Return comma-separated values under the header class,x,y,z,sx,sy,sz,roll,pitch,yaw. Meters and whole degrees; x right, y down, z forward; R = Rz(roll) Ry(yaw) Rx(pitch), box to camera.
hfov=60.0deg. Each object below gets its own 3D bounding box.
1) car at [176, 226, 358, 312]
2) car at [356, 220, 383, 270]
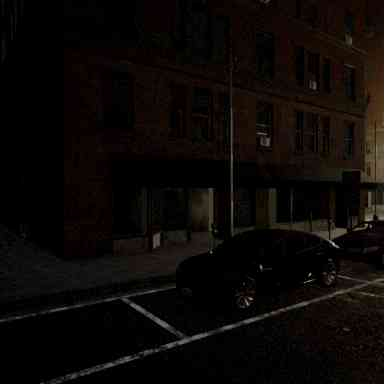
class,x,y,z,sx,sy,sz,roll,pitch,yaw
car,1.683,1.566,7.714,4.313,1.339,1.947,0,0,-35
car,6.173,1.582,10.894,4.206,1.307,1.802,0,0,-35
